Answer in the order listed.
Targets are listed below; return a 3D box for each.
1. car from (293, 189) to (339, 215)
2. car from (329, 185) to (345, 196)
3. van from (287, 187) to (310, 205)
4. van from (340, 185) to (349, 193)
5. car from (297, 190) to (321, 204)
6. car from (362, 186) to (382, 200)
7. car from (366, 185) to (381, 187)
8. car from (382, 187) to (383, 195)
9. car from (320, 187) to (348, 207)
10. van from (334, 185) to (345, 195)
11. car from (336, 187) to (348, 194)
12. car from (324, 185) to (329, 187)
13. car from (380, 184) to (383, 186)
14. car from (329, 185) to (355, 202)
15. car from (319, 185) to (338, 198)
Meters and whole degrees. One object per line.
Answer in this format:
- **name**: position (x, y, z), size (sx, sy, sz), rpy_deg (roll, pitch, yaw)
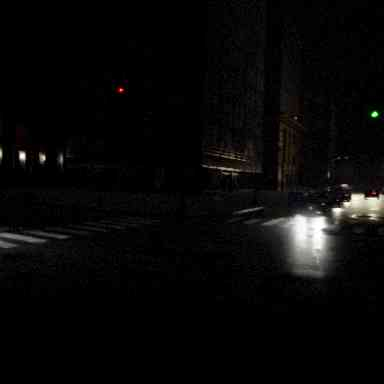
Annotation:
- **car**: position (9.343, 0.792, 24.850), size (2.128, 1.511, 4.902), rpy_deg (2, 2, 29)
- **car**: position (27.127, -0.376, 62.315), size (2.192, 1.841, 5.009), rpy_deg (3, 3, 29)
- **van**: position (10.593, 0.391, 32.739), size (1.690, 1.788, 3.998), rpy_deg (3, 2, 29)
- **van**: position (35.394, -0.735, 77.103), size (1.690, 1.788, 3.998), rpy_deg (3, 3, 29)
- **car**: position (13.343, 0.512, 37.678), size (1.802, 1.307, 4.206), rpy_deg (3, 2, 29)
- **car**: position (26.580, 0.276, 49.156), size (1.837, 1.490, 4.892), rpy_deg (2, 3, 29)
- **car**: position (31.585, 0.038, 58.312), size (1.837, 1.490, 4.892), rpy_deg (2, 2, 29)
- **car**: position (31.808, 0.265, 53.245), size (1.887, 1.381, 4.507), rpy_deg (3, 3, 29)
- **car**: position (13.949, 0.579, 33.087), size (1.882, 1.535, 5.008), rpy_deg (2, 2, 29)
- **van**: position (29.883, -0.478, 67.245), size (1.690, 1.788, 3.998), rpy_deg (3, 3, 29)
- **car**: position (32.633, -0.403, 72.182), size (1.887, 1.381, 4.507), rpy_deg (3, 3, 29)
- **car**: position (18.858, 0.126, 47.532), size (1.967, 1.590, 4.097), rpy_deg (3, 2, 29)
- **car**: position (45.588, -0.480, 77.888), size (1.967, 1.590, 4.097), rpy_deg (3, 3, 29)
- **car**: position (18.723, 0.245, 41.577), size (2.097, 1.767, 4.553), rpy_deg (2, 2, 29)
- **car**: position (21.616, -0.124, 52.456), size (2.192, 1.841, 5.009), rpy_deg (3, 3, 29)
